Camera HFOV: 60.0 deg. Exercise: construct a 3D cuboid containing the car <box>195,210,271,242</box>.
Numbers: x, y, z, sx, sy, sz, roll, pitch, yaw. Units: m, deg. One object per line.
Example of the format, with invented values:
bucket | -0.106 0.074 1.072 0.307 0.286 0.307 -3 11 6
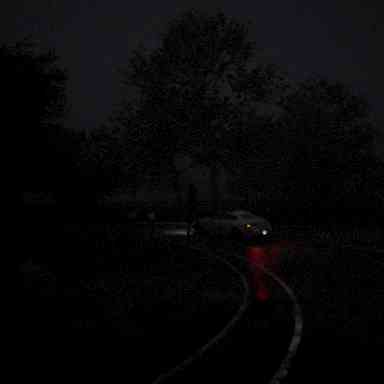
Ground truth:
car | 2.058 1.683 17.694 1.812 1.442 4.674 -2 1 -37
